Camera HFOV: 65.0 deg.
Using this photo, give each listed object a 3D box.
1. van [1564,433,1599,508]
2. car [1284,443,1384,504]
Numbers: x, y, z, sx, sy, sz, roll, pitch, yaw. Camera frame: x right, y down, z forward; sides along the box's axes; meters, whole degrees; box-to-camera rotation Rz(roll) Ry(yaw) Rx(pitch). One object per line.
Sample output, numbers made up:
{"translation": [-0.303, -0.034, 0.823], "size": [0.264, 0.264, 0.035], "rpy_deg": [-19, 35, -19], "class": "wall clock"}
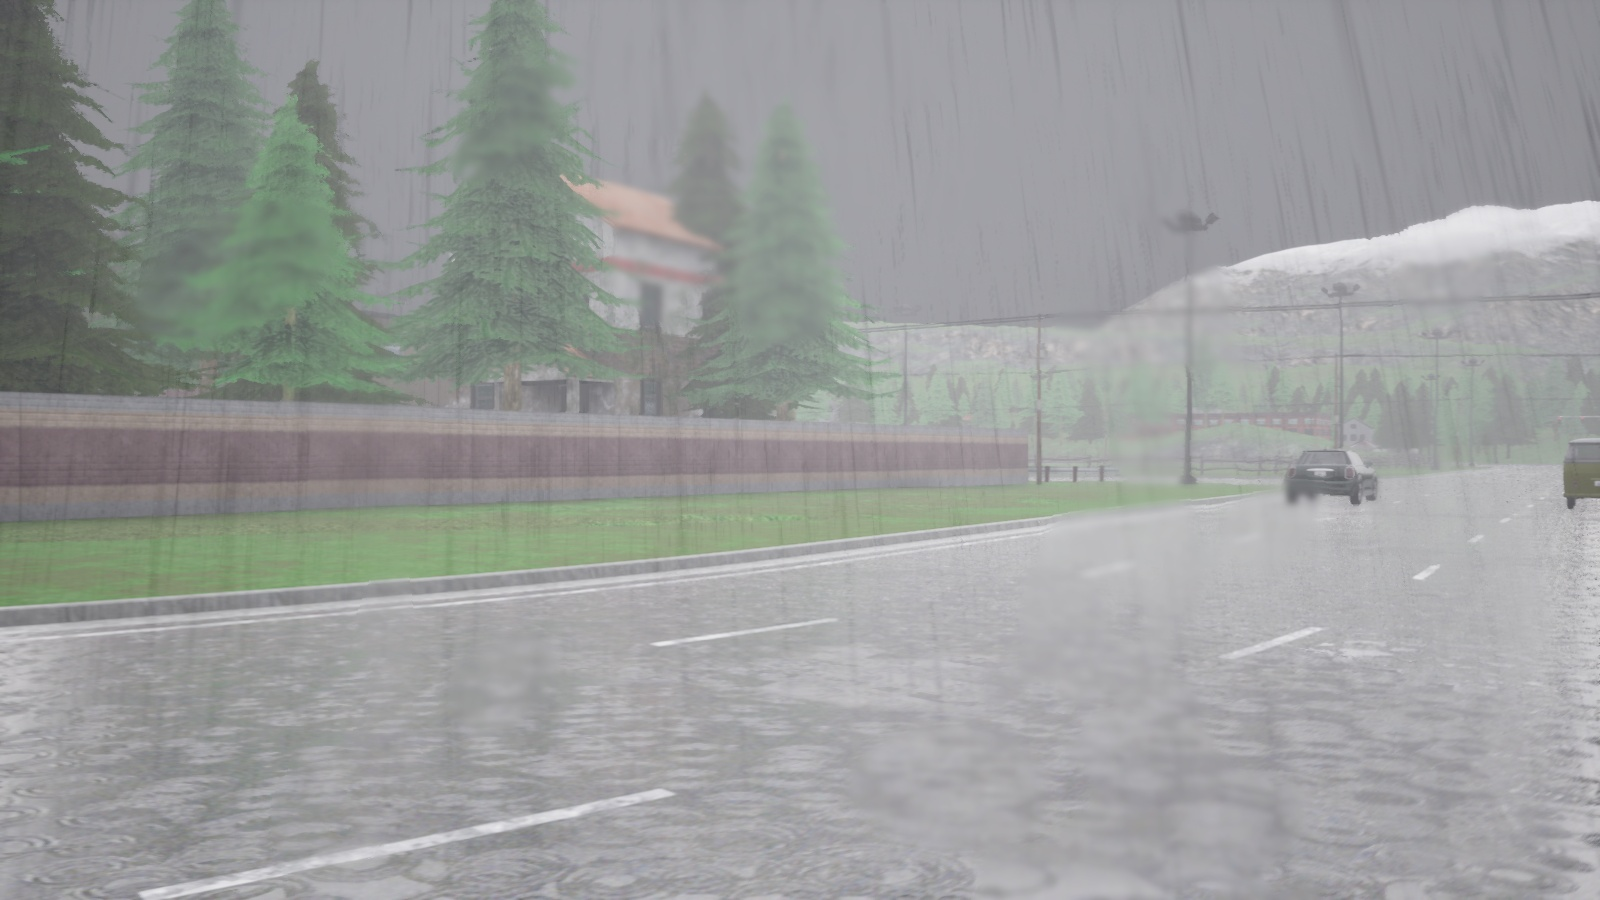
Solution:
{"translation": [22.610, 0.550, 35.333], "size": [1.775, 1.987, 4.442], "rpy_deg": [0, 0, 33], "class": "van"}
{"translation": [16.602, 0.682, 38.935], "size": [2.097, 1.767, 4.553], "rpy_deg": [0, 0, 33], "class": "car"}
